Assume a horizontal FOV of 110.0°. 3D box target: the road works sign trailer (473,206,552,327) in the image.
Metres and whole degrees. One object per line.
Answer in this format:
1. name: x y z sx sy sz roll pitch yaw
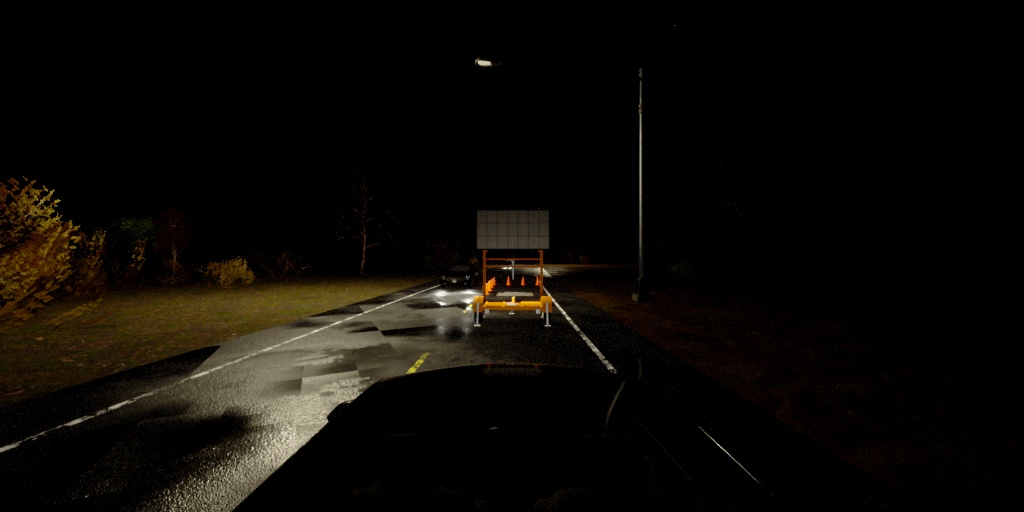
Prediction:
1. road works sign trailer: 0.036 0.214 11.589 2.380 3.560 2.880 0 0 1

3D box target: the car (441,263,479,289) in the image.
1. car: -3.313 1.226 23.533 1.882 1.535 5.008 0 0 1
